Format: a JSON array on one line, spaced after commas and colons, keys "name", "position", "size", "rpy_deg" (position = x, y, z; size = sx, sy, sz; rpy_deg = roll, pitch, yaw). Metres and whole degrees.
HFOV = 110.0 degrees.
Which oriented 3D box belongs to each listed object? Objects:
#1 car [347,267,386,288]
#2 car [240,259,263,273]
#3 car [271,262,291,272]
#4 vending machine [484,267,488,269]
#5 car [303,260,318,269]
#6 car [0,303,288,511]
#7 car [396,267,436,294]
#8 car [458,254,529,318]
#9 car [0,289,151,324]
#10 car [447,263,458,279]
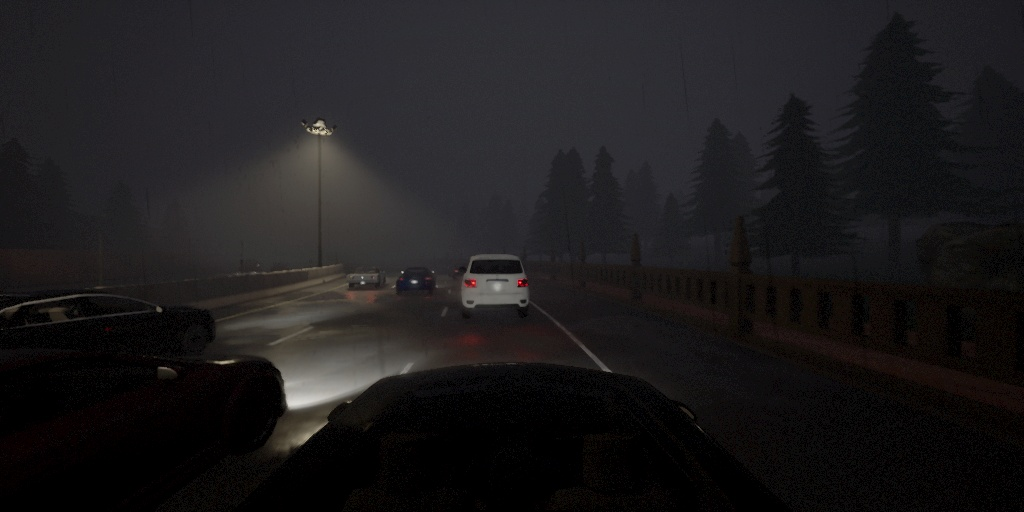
[{"name": "car", "position": [-9.783, 1.377, 24.456], "size": [1.895, 1.301, 4.718], "rpy_deg": [0, 0, -13]}, {"name": "car", "position": [-34.256, 1.209, 47.175], "size": [2.097, 1.767, 4.553], "rpy_deg": [0, 0, -30]}, {"name": "car", "position": [-28.999, 1.439, 45.036], "size": [1.895, 1.301, 4.718], "rpy_deg": [0, 0, -28]}, {"name": "vending machine", "position": [-3.715, 0.937, 51.737], "size": [1.100, 2.100, 0.880], "rpy_deg": [0, 0, -26]}, {"name": "car", "position": [-25.361, 1.318, 45.603], "size": [2.128, 1.511, 4.902], "rpy_deg": [0, 0, -28]}, {"name": "car", "position": [-3.585, 1.327, 2.463], "size": [1.994, 1.385, 4.181], "rpy_deg": [0, 0, -1]}, {"name": "car", "position": [-5.453, 1.326, 20.727], "size": [1.994, 1.385, 4.181], "rpy_deg": [0, 0, -10]}, {"name": "car", "position": [-0.743, 0.969, 13.284], "size": [2.150, 2.045, 5.566], "rpy_deg": [0, 0, -7]}, {"name": "car", "position": [-7.149, 1.266, 5.625], "size": [2.128, 1.511, 4.902], "rpy_deg": [0, 0, -2]}, {"name": "car", "position": [-4.760, 1.301, 32.726], "size": [2.033, 1.411, 5.357], "rpy_deg": [0, 0, -17]}]
